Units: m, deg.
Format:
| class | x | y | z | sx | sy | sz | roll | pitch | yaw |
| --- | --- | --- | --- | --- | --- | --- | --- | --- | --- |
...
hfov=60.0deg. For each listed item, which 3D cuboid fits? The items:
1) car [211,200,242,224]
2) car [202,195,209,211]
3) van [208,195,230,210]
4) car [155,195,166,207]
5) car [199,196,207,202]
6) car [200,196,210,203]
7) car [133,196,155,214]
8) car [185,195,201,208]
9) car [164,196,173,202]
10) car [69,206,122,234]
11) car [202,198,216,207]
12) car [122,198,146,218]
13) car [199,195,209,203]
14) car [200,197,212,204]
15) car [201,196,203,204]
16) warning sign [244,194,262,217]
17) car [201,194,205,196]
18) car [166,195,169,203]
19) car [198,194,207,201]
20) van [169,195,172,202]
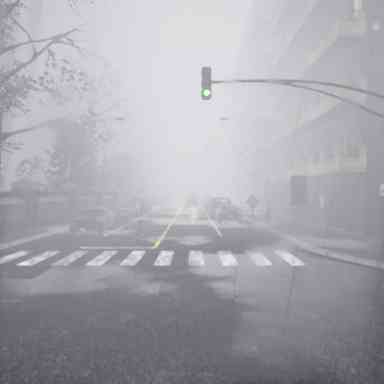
| class | x | y | z | sx | sy | sz | roll | pitch | yaw |
| --- | --- | --- | --- | --- | --- | --- | --- | --- | --- |
| car | 2.695 | 1.566 | 25.152 | 1.887 | 1.381 | 4.507 | 0 | 0 | 0 |
| car | 2.697 | 1.485 | 42.044 | 1.967 | 1.590 | 4.097 | 0 | 0 | 0 |
| van | 2.696 | 1.369 | 30.783 | 1.690 | 1.788 | 3.998 | 0 | 0 | 0 |
| car | -5.683 | 1.505 | 53.305 | 1.967 | 1.590 | 4.097 | 0 | 0 | 0 |
| car | 2.700 | 1.713 | 81.454 | 1.802 | 1.307 | 4.206 | 0 | 0 | 0 |
| car | 2.699 | 1.646 | 70.194 | 1.887 | 1.381 | 4.507 | 0 | 0 | 0 |
| car | -5.684 | 1.351 | 36.414 | 2.192 | 1.841 | 5.009 | 0 | 0 | 0 |
| car | 0.005 | 1.533 | 48.239 | 1.882 | 1.535 | 5.008 | 0 | 0 | 0 |
| car | -5.680 | 1.682 | 81.454 | 2.008 | 1.369 | 4.403 | 0 | 0 | 0 |
| car | -5.686 | 1.581 | 19.523 | 1.947 | 1.339 | 4.313 | 0 | 0 | 0 |
| car | 2.698 | 1.610 | 53.303 | 1.887 | 1.381 | 4.507 | 0 | 0 | 0 |
| car | -5.684 | 1.553 | 30.614 | 1.752 | 1.417 | 4.829 | 0 | 0 | 0 |
| car | 2.700 | 1.555 | 75.823 | 1.967 | 1.590 | 4.097 | 0 | 0 | 0 |
| car | 2.698 | 1.638 | 64.564 | 2.008 | 1.369 | 4.403 | 0 | 0 | 0 |
| car | 2.697 | 1.605 | 47.674 | 2.008 | 1.369 | 4.403 | 0 | 0 | 0 |
| warning sign | 5.068 | 1.139 | 27.796 | 1.300 | 1.860 | 1.060 | 0 | 0 | 0 |
| car | 2.699 | 1.391 | 58.934 | 2.192 | 1.841 | 5.009 | 0 | 0 | 0 |
| car | -5.681 | 1.516 | 58.934 | 1.967 | 1.590 | 4.097 | 0 | 0 | 0 |
| car | 2.701 | 1.463 | 87.084 | 2.192 | 1.841 | 5.009 | 0 | 0 | 0 |
| van | -5.681 | 1.442 | 70.195 | 1.690 | 1.788 | 3.998 | 0 | 0 | 0 |
